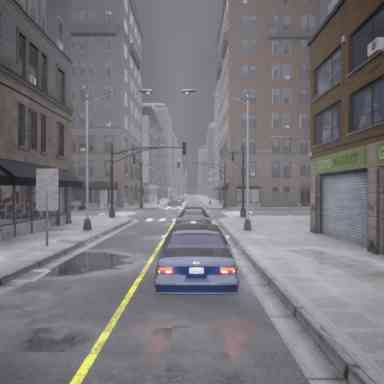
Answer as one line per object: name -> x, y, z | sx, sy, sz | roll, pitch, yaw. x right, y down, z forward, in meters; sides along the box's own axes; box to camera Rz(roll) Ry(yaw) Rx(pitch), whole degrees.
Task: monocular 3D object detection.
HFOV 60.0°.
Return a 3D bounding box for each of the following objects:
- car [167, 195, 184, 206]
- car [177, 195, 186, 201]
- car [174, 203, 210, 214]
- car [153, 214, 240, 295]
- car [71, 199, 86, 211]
car -> -2.749, 1.351, 52.579 | 2.097, 1.767, 4.553 | 0, 0, 0
car -> -2.606, 1.521, 83.128 | 2.128, 1.511, 4.902 | 0, 0, 0
car -> 0.095, 1.563, 19.399 | 1.994, 1.385, 4.181 | 0, 0, 1
car -> 0.098, 1.547, 8.853 | 2.033, 1.411, 5.357 | 0, 0, 0
car -> -14.677, 1.539, 39.337 | 4.313, 1.339, 1.947 | 0, 0, 0
